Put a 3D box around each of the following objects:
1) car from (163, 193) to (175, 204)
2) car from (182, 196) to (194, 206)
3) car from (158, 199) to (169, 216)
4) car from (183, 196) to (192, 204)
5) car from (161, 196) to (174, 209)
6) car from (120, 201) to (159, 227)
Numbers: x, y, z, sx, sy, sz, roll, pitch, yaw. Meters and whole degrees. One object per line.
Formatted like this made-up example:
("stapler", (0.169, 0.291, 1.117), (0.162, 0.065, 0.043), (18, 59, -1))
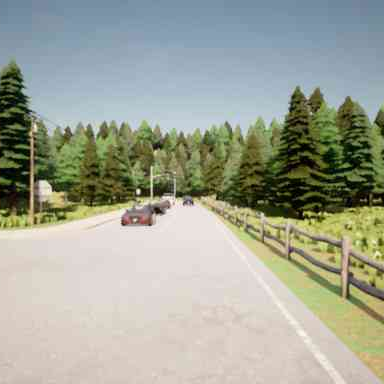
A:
("car", (-4.201, 1.262, 58.306), (2.150, 2.045, 5.566), (0, 0, -1))
("car", (-0.618, 1.561, 56.218), (1.812, 1.442, 4.674), (0, 0, -2))
("car", (-3.642, 1.617, 33.126), (1.895, 1.301, 4.718), (0, 0, -1))
("car", (-0.898, 1.546, 66.516), (1.837, 1.490, 4.892), (0, 0, -2))
("car", (-3.860, 1.594, 44.330), (1.994, 1.385, 4.181), (0, 0, -1))
("car", (-3.606, 1.575, 22.846), (1.994, 1.385, 4.181), (0, 0, -1))
